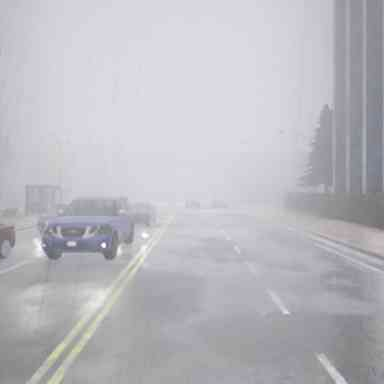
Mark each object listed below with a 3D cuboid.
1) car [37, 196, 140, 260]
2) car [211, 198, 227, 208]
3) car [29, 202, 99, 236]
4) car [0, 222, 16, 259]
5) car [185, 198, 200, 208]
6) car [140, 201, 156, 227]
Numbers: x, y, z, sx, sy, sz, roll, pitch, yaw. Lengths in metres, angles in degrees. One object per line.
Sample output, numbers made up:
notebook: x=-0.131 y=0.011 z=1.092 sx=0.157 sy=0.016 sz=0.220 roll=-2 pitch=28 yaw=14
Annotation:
car: x=-3.600 y=1.187 z=12.713 sx=2.150 sy=2.045 sz=5.566 roll=0 pitch=0 yaw=0
car: x=3.580 y=1.430 z=44.910 sx=1.895 sy=1.301 sz=4.718 roll=0 pitch=0 yaw=0
car: x=-7.089 y=1.440 z=19.110 sx=2.128 sy=1.511 sz=4.902 roll=0 pitch=0 yaw=0
car: x=-7.100 y=1.451 z=9.623 sx=1.882 sy=1.535 sz=5.008 roll=0 pitch=0 yaw=0
car: x=0.079 y=1.429 z=44.661 sx=1.895 sy=1.301 sz=4.718 roll=0 pitch=0 yaw=0
car: x=-3.582 y=1.416 z=22.709 sx=1.882 sy=1.535 sz=5.008 roll=0 pitch=0 yaw=1
